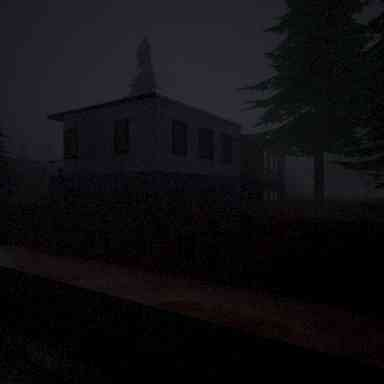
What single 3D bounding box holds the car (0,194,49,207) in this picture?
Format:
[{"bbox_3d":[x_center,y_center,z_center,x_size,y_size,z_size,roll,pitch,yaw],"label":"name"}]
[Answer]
[{"bbox_3d":[-14.753,1.202,29.570,2.150,2.045,5.566,0,0,27],"label":"car"}]
